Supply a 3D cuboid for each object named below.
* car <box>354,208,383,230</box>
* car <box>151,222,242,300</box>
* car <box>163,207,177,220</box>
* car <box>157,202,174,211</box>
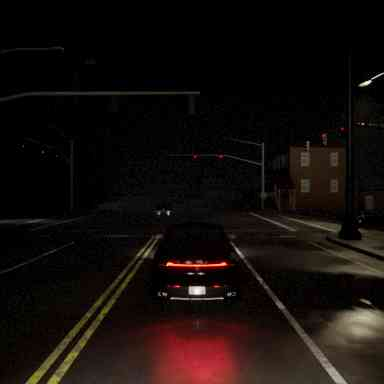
[{"bbox_3d":[16.694,2.409,28.822,5.566,2.045,2.150,8,0,0],"label":"car"},{"bbox_3d":[0.087,1.505,8.336,1.837,1.490,4.892,0,0,0],"label":"car"},{"bbox_3d":[-3.681,3.615,55.734,2.033,1.411,5.357,0,-12,0],"label":"car"},{"bbox_3d":[-3.668,2.055,45.633,2.033,1.411,5.357,0,-4,0],"label":"car"}]
